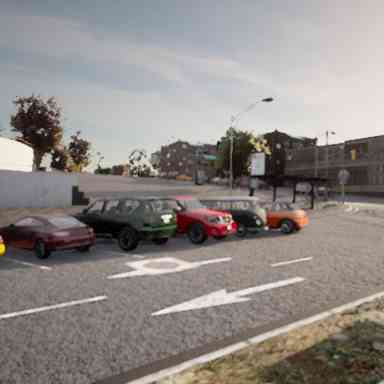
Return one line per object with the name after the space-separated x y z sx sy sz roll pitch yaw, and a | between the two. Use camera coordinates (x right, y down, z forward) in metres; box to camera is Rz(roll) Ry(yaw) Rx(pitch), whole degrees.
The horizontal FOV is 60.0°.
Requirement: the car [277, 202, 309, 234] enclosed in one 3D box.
4.281 1.349 19.409 4.553 1.767 2.185 -1 0 35 | car

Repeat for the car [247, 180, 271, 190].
12.203 -1.127 57.768 2.231 1.521 4.892 7 3 35 | car

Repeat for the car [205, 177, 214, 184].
5.291 -2.179 67.641 2.002 1.452 4.674 7 4 35 | car

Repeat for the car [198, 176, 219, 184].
3.544 -2.453 70.100 2.002 1.452 4.674 7 3 35 | car

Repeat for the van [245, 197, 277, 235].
1.875 1.251 17.654 4.442 1.987 1.878 -1 -1 35 | van

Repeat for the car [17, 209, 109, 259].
-5.596 1.527 12.510 4.674 1.452 2.002 -1 0 35 | car

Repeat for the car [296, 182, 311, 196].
17.427 -0.560 50.392 2.435 2.045 5.566 7 3 35 | car

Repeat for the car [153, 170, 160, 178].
-6.964 -4.222 84.786 2.185 1.767 4.553 4 1 33 | car

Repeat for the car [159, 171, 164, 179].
-5.230 -3.987 82.319 2.185 1.767 4.553 6 3 34 | car

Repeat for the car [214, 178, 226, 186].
7.126 -1.948 65.324 1.946 1.575 5.366 7 3 35 | car

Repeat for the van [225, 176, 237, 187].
8.705 -1.899 62.595 1.878 1.987 4.442 7 4 35 | van

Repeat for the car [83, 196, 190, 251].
-3.172 1.233 14.271 5.566 2.045 2.435 -1 0 35 | car

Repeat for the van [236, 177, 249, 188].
10.439 -1.626 60.127 1.878 1.987 4.442 7 4 35 | van

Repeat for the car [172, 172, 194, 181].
-1.575 -3.313 77.600 1.946 1.575 5.366 7 3 34 | car

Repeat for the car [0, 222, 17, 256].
-8.200 1.490 10.879 5.366 1.575 1.946 -1 0 34 | car

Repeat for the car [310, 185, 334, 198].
19.123 0.003 47.923 2.002 1.452 4.674 7 3 35 | car

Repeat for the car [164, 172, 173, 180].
-3.431 -3.836 79.856 2.435 2.045 5.566 7 4 34 | car

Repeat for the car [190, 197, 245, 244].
-0.661 1.230 15.980 5.566 2.045 2.435 -1 -1 35 | car

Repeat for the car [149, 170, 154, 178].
-8.740 -4.500 87.130 2.435 2.045 5.566 1 -1 34 | car
